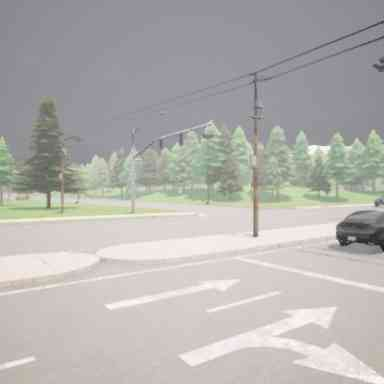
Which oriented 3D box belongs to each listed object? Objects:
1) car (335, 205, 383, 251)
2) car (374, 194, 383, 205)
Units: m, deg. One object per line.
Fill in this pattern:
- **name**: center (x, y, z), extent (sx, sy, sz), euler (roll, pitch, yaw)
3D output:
- **car**: center (7.946, 1.502, 13.974), extent (4.892, 1.490, 1.837), euler (0, 0, -37)
- **car**: center (29.372, 1.213, 49.520), extent (5.566, 2.045, 2.150), euler (0, 0, -36)
